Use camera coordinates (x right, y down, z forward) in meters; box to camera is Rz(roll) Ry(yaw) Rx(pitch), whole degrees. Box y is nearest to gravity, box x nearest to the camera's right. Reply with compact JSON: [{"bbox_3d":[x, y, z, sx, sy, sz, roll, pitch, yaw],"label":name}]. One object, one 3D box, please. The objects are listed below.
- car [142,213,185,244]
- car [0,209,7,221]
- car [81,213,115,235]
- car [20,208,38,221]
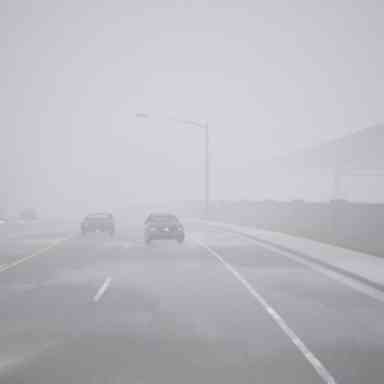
[{"bbox_3d":[-1.566,1.800,17.377,2.033,1.411,5.357,0,-2,-10],"label":"car"},{"bbox_3d":[-23.567,2.775,40.184,1.812,1.442,4.674,0,-2,-26],"label":"car"},{"bbox_3d":[-5.927,1.992,21.415,1.895,1.301,4.718,0,-2,-12],"label":"car"},{"bbox_3d":[-20.466,2.749,41.783,1.882,1.535,5.008,1,-3,-26],"label":"car"}]
